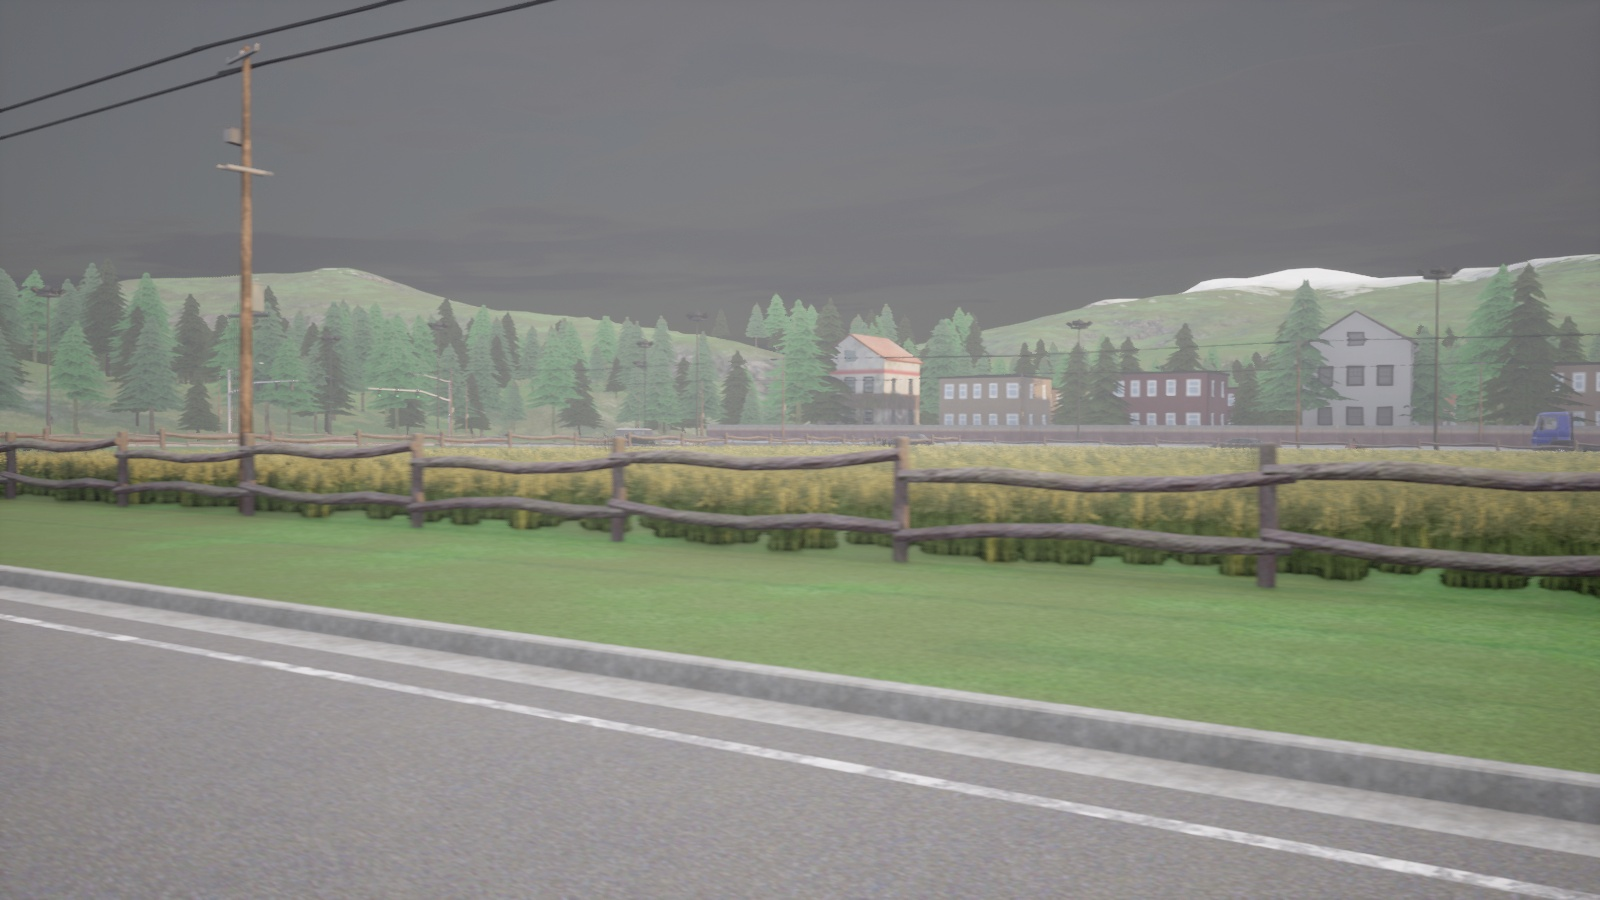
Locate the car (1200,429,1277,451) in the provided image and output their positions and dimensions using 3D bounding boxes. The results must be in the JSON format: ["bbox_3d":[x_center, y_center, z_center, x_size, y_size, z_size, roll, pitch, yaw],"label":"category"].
[{"bbox_3d":[31.514,-0.721,90.258,4.892,1.490,1.837,0,1,34],"label":"car"}]
